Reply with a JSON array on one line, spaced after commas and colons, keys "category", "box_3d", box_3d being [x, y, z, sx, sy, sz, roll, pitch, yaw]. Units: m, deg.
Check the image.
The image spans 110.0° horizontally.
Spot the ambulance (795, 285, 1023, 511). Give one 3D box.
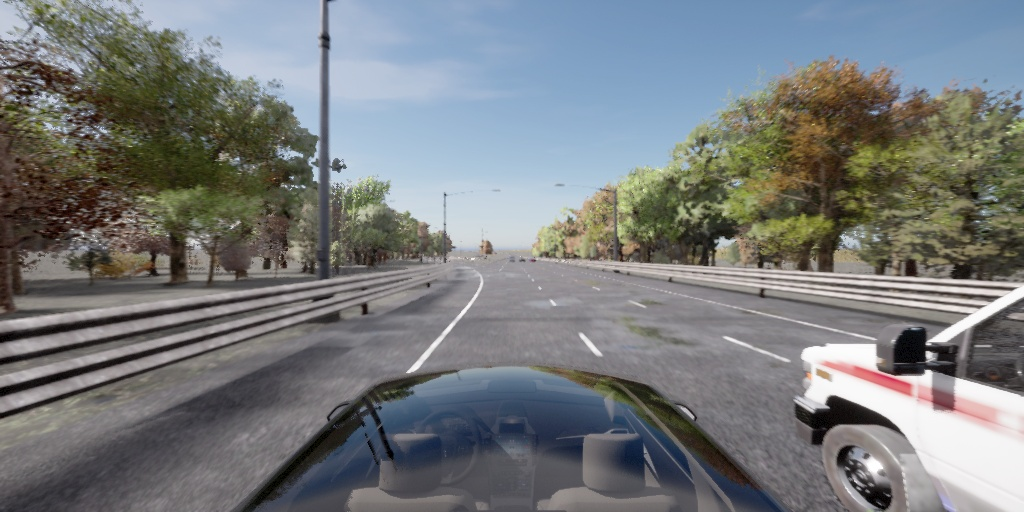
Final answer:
[{"category": "ambulance", "box_3d": [3.516, 0.804, 0.274, 2.351, 2.431, 6.366, 0, 0, 0]}]
